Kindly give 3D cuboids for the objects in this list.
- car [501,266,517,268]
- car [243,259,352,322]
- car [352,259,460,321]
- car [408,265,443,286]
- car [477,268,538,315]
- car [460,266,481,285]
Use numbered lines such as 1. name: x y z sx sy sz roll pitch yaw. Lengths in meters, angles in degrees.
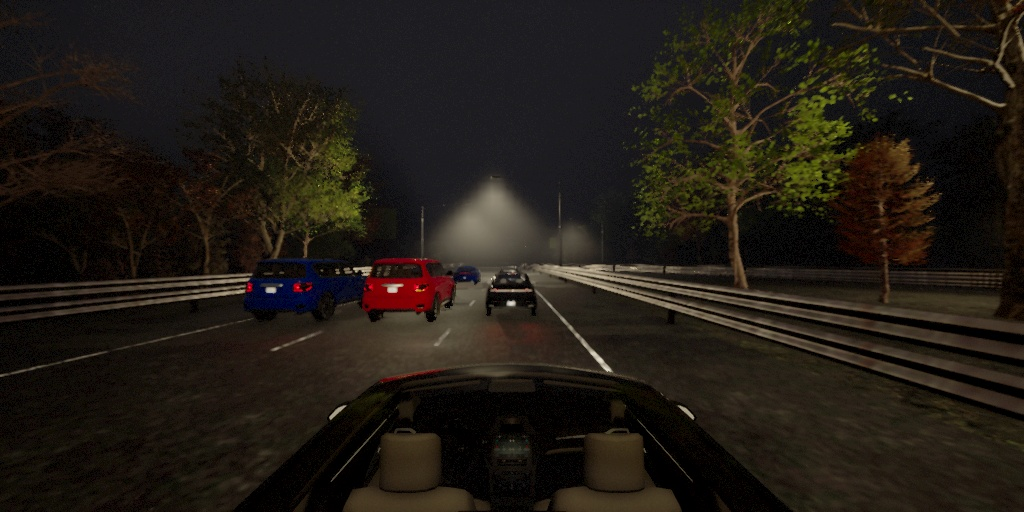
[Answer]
1. car: -0.242 1.593 29.398 2.128 1.511 4.902 0 -1 -1
2. car: -7.025 1.116 13.137 2.150 2.045 5.566 0 0 0
3. car: -3.526 1.117 13.253 2.150 2.045 5.566 0 0 0
4. car: -7.257 1.597 30.572 1.882 1.535 5.008 0 0 -1
5. car: -0.026 1.398 14.314 2.128 1.511 4.902 0 -1 0
6. car: -3.759 1.596 30.619 1.882 1.535 5.008 0 0 -1
